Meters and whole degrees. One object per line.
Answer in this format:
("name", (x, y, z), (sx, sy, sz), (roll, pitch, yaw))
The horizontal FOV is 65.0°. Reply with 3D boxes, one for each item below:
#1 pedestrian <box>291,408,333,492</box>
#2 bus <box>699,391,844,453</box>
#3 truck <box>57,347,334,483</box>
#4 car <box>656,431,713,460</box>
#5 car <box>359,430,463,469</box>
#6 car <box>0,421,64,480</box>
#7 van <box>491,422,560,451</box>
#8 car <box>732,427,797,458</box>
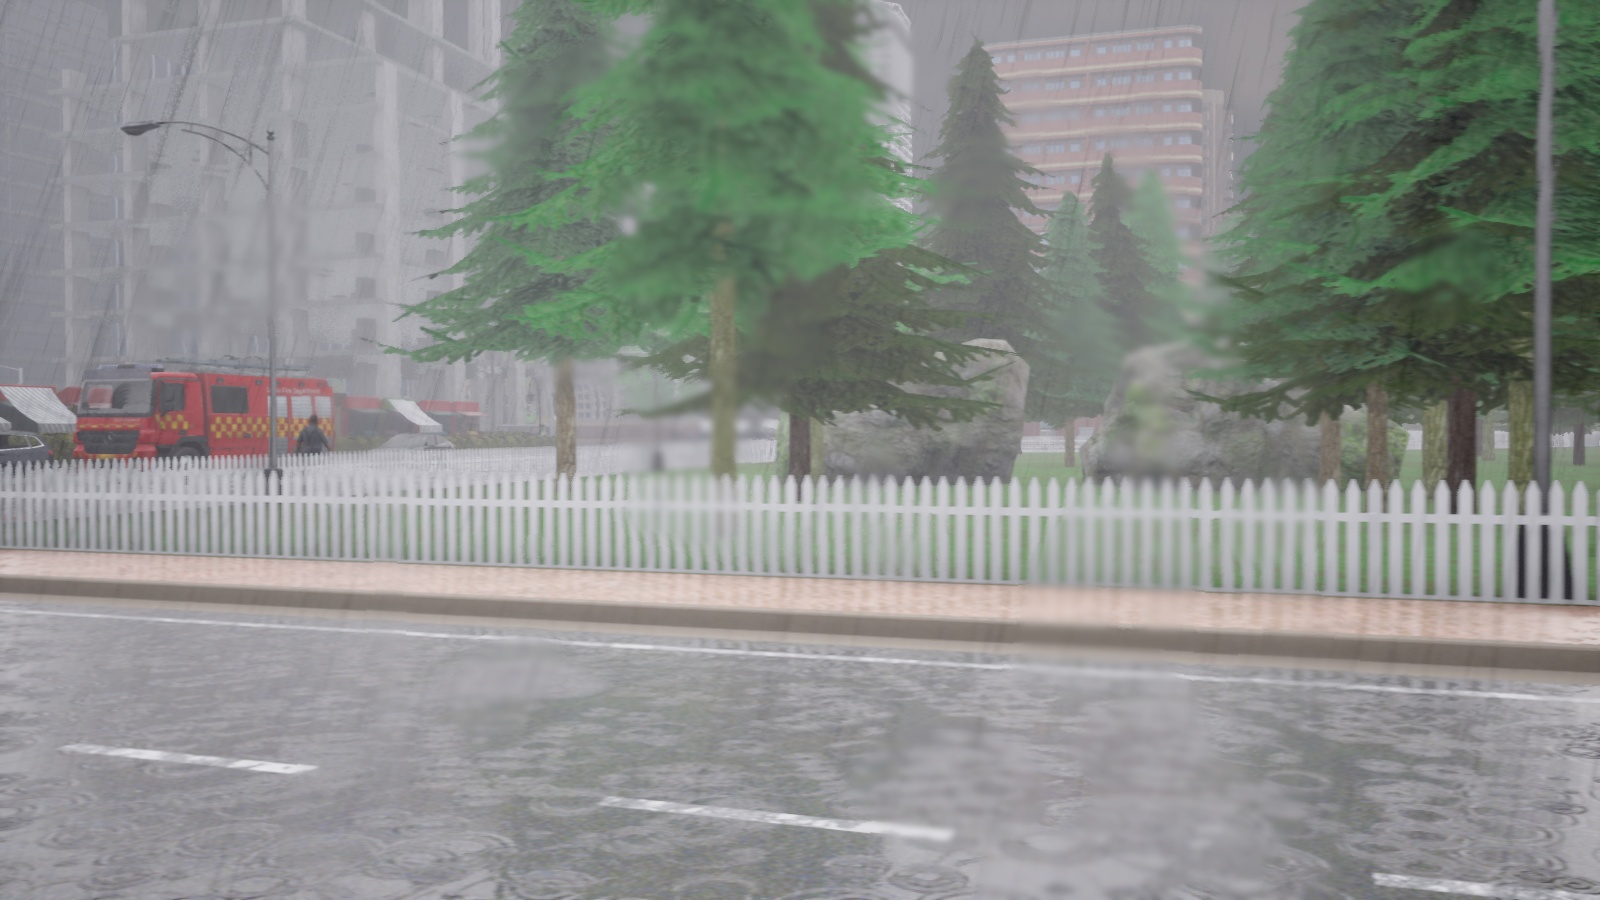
("pedestrian", (-10.882, -0.005, 28.013), (0.540, 1.848, 0.694), (0, 1, 17))
("bus", (-1.953, -2.038, 91.593), (10.273, 4.253, 3.944), (-1, 2, -39))
("truck", (-18.750, -1.046, 39.794), (2.891, 3.827, 8.468), (0, 1, 17))
("car", (-6.279, -0.278, 68.360), (1.845, 1.501, 3.633), (0, 1, 17))
("car", (-15.603, -0.044, 50.688), (2.163, 1.488, 4.792), (0, 1, 8))
("car", (-23.715, 0.011, 35.608), (2.242, 1.667, 4.611), (0, 1, 17))
("van", (-19.109, -0.951, 87.443), (4.442, 1.987, 1.775), (1, 1, 17))
("car", (-1.933, -0.467, 70.576), (2.242, 1.667, 4.611), (1, 1, 17))
